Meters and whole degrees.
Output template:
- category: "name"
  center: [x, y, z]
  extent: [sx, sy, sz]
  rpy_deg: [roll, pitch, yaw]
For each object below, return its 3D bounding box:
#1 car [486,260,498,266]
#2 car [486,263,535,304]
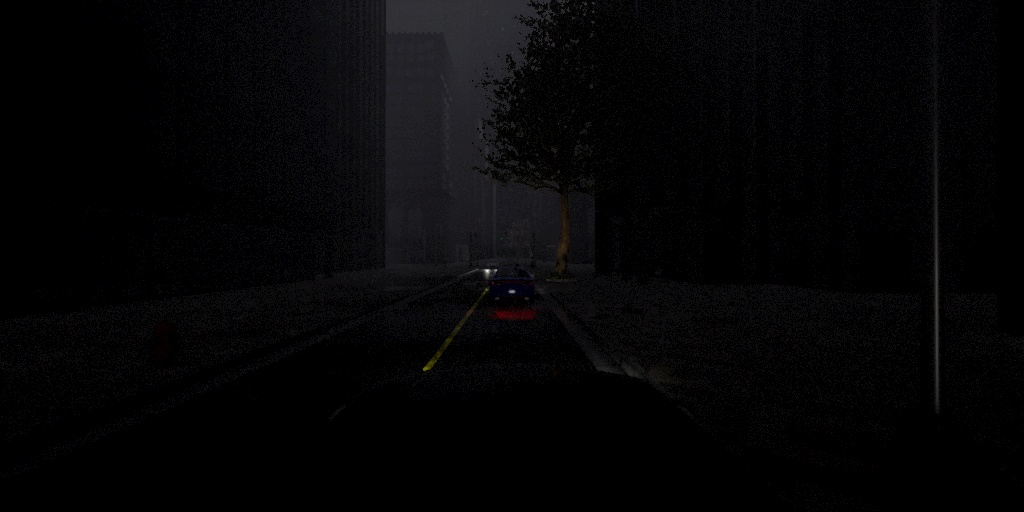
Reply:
- category: "car"
  center: [-2.999, 1.356, 56.500]
  extent: [1.812, 1.442, 4.674]
  rpy_deg: [0, 0, 0]
- category: "car"
  center: [0.000, 1.245, 16.500]
  extent: [1.882, 1.535, 5.008]
  rpy_deg: [0, 0, 0]
